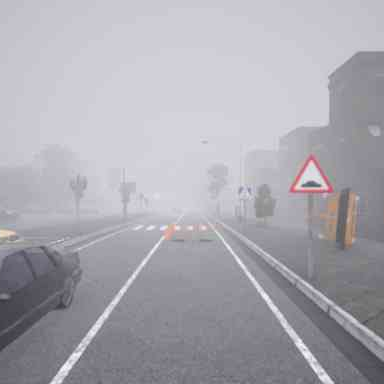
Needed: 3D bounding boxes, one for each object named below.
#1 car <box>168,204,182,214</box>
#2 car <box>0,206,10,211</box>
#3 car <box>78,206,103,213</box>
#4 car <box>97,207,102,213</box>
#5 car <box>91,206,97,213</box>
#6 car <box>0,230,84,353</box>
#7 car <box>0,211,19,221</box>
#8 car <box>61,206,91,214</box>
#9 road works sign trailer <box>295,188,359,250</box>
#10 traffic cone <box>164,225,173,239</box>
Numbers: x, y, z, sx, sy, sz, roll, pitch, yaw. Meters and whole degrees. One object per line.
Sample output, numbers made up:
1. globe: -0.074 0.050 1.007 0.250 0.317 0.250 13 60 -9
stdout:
1. car: -3.083 3.603 67.425 2.128 1.511 4.902 0 -2 0
2. car: -21.887 2.345 34.159 4.674 1.452 2.002 0 -2 0
3. car: -21.768 3.749 71.336 4.674 1.452 2.002 0 -2 0
4. car: -21.789 3.590 68.191 5.008 1.535 2.097 0 -2 0
5. car: -21.792 3.467 64.920 4.892 1.521 2.231 0 -2 0
6. car: -3.349 1.594 5.281 2.033 1.411 5.357 0 -1 0
7. car: -9.368 1.645 12.784 5.366 1.575 1.946 0 -1 0
8. car: -21.809 3.382 61.645 4.674 1.452 2.002 0 -2 0
9. road works sign trailer: 6.011 1.080 14.346 2.880 2.380 3.560 6 -1 14
10. traffic cone: -1.369 2.253 18.035 0.340 0.580 0.340 0 -2 0
